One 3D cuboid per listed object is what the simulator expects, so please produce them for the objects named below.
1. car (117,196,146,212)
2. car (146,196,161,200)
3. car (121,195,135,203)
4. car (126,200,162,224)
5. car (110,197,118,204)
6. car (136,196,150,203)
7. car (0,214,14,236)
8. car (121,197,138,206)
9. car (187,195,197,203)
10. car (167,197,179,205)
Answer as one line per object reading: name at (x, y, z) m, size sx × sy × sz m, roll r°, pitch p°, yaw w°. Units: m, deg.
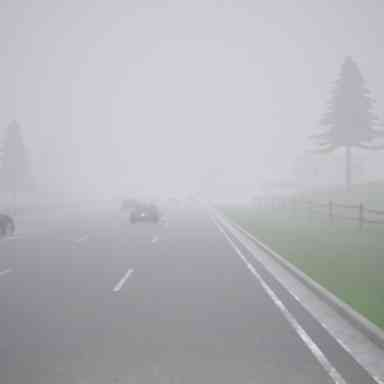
car at (-6.884, 1.498, 38.315) m, size 1.837 × 1.490 × 4.892 m, roll 0°, pitch -1°, yaw 0°
car at (-6.970, 1.485, 63.145) m, size 2.128 × 1.511 × 4.902 m, roll 0°, pitch 0°, yaw 0°
car at (-13.969, 1.516, 72.553) m, size 2.128 × 1.511 × 4.902 m, roll 0°, pitch 0°, yaw 0°
car at (-3.389, 1.561, 25.141) m, size 1.994 × 1.385 × 4.181 m, roll 0°, pitch 0°, yaw 0°
car at (-13.859, 1.540, 61.913) m, size 2.033 × 1.411 × 5.357 m, roll 0°, pitch 0°, yaw -2°
car at (-10.470, 1.531, 71.461) m, size 2.033 × 1.411 × 5.357 m, roll 0°, pitch 0°, yaw 0°
car at (-10.394, 1.349, 15.660) m, size 2.097 × 1.767 × 4.553 m, roll 0°, pitch 0°, yaw 0°
car at (-10.376, 1.593, 55.461) m, size 1.895 × 1.301 × 4.718 m, roll 0°, pitch 0°, yaw 0°
car at (0.030, 1.491, 70.263) m, size 1.837 × 1.490 × 4.892 m, roll 0°, pitch 0°, yaw 0°
car at (-3.375, 1.556, 60.377) m, size 1.994 × 1.385 × 4.181 m, roll 0°, pitch 0°, yaw 0°
